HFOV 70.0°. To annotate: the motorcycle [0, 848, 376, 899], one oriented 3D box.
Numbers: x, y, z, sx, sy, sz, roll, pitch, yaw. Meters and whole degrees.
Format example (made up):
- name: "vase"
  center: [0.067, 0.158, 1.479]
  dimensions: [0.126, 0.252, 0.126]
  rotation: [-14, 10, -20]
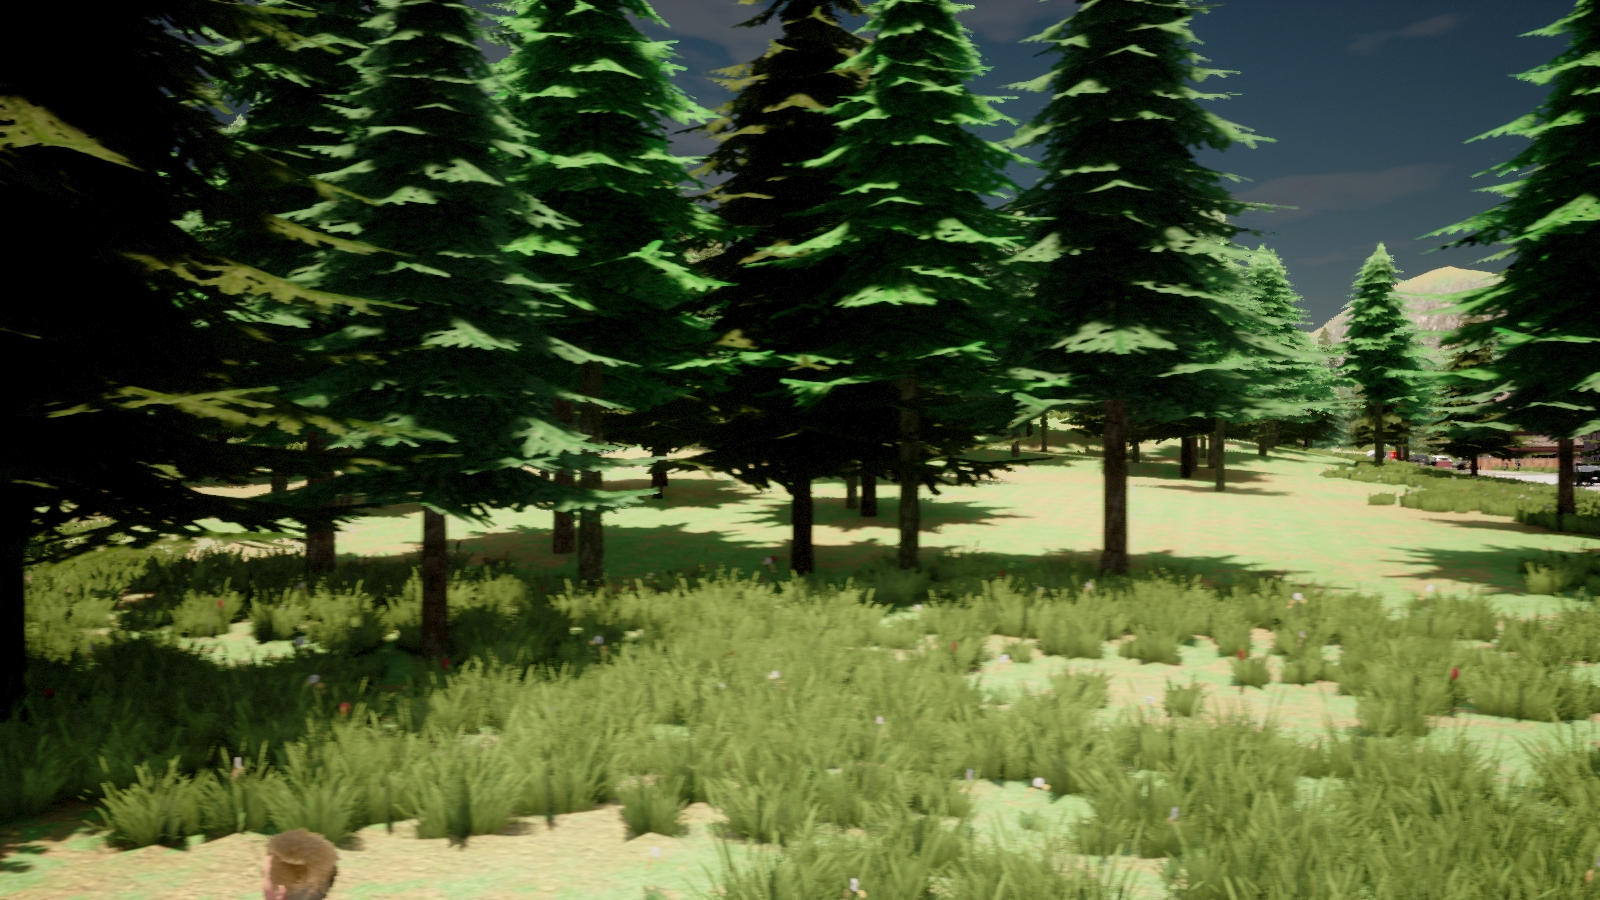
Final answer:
- name: "motorcycle"
  center: [-1.875, 2.170, 3.638]
  dimensions: [2.356, 1.277, 0.764]
  rotation: [0, 0, 20]
